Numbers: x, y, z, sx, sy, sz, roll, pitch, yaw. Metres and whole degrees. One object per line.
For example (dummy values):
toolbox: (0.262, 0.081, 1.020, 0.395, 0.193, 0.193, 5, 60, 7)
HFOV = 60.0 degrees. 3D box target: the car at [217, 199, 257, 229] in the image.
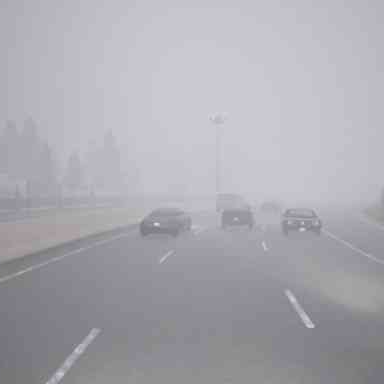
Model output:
car: (3.147, 1.445, 21.752, 1.882, 1.535, 5.008, 0, 0, 14)

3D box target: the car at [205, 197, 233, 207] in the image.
car: (4.276, 1.463, 51.736, 2.033, 1.411, 5.357, 0, 0, 32)

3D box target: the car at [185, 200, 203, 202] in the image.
car: (0.558, 1.469, 52.221, 1.994, 1.385, 4.181, 0, 0, 30)

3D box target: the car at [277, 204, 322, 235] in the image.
car: (6.013, 1.581, 18.779, 1.895, 1.301, 4.718, 0, 0, 13)

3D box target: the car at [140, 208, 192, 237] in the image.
car: (-1.300, 1.527, 17.986, 1.994, 1.385, 4.181, 0, 0, 11)

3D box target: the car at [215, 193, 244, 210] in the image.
car: (4.256, 1.166, 35.887, 2.150, 2.045, 5.566, 0, 0, 22)

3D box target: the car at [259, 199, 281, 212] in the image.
car: (9.103, 1.478, 38.122, 1.812, 1.442, 4.674, 0, 0, 25)
